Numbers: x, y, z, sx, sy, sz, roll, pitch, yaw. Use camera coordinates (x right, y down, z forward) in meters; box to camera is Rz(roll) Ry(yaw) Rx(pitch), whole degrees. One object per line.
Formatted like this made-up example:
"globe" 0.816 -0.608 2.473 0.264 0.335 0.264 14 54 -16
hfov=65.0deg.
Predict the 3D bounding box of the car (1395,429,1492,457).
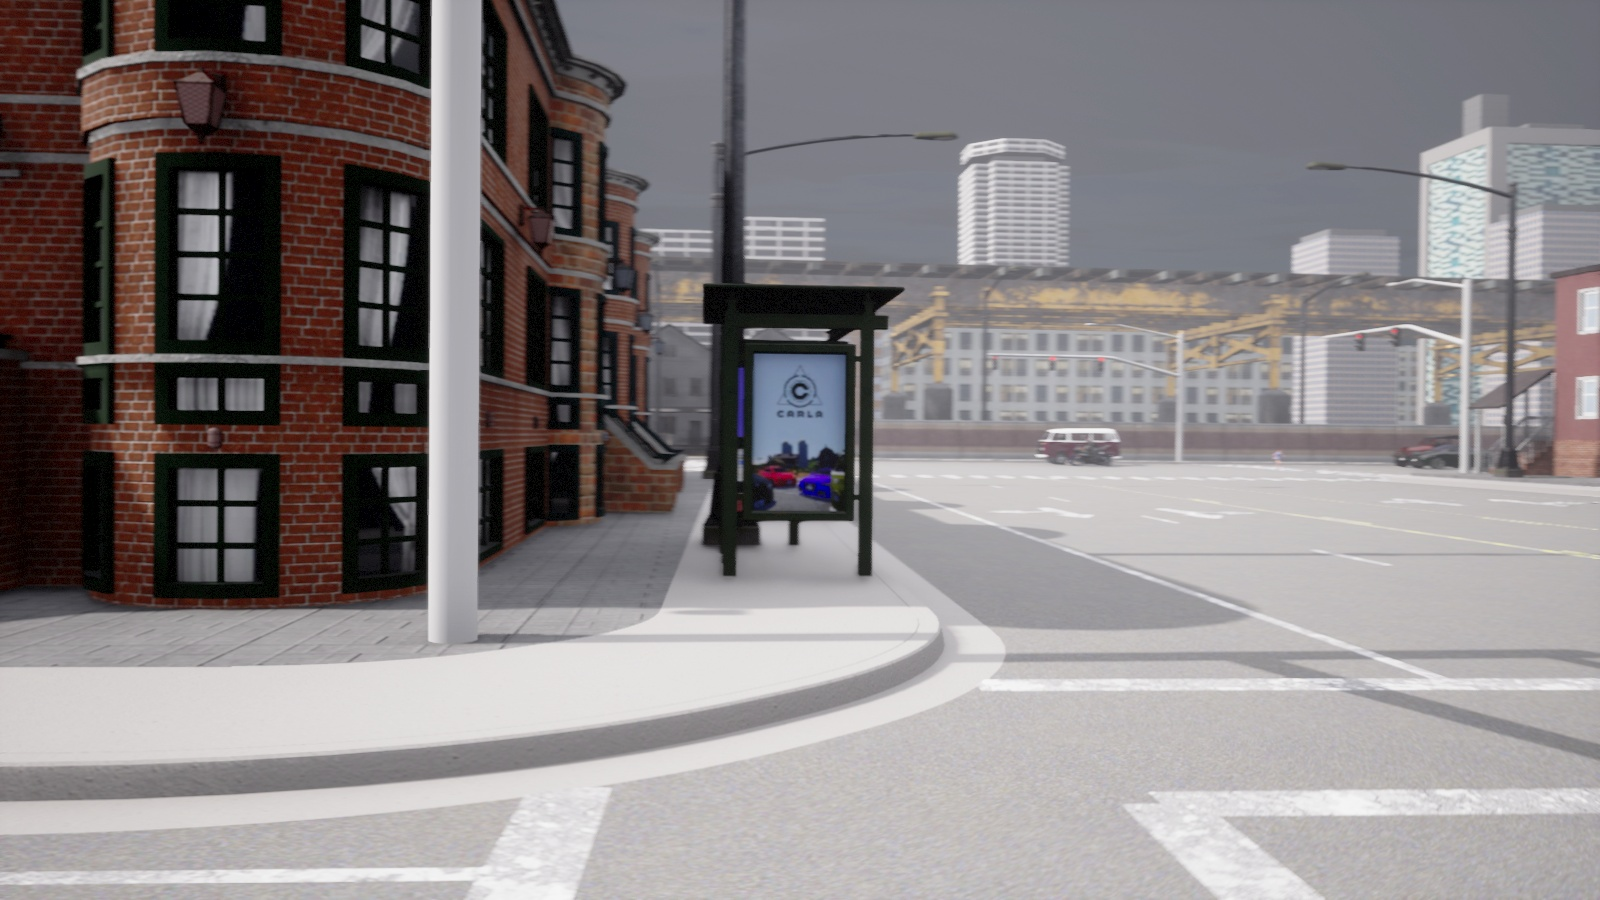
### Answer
"car" 34.582 -0.386 67.528 4.181 1.385 1.994 -1 1 -3

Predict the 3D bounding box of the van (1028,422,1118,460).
"van" 15.146 -0.523 69.902 4.480 2.038 2.069 -1 1 -3

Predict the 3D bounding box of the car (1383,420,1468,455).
"car" 35.359 -0.707 71.074 3.866 1.878 1.905 -1 1 -3

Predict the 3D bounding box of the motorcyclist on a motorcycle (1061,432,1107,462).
"motorcyclist on a motorcycle" 15.024 -0.167 66.393 2.191 1.530 0.866 -1 1 -3
